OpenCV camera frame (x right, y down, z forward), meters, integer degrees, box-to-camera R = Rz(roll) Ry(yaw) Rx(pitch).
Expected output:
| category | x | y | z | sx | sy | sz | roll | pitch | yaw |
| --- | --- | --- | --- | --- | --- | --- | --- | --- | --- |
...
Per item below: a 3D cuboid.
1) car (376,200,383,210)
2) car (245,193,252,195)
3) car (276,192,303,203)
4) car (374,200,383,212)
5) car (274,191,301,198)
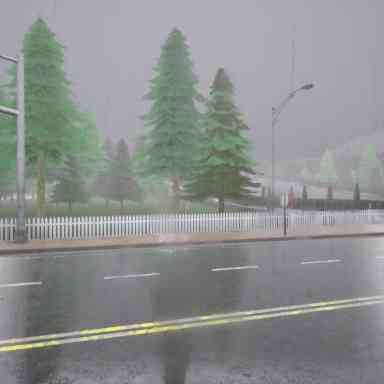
| category | x | y | z | sx | sy | sz | roll | pitch | yaw |
| --- | --- | --- | --- | --- | --- | --- | --- | --- | --- |
| car | 20.231 | 1.502 | 32.705 | 1.837 | 1.490 | 4.892 | 0 | 0 | -18 |
| car | 9.537 | -0.214 | 63.975 | 2.033 | 1.411 | 5.357 | 0 | 7 | -18 |
| car | 16.093 | 0.863 | 55.413 | 1.895 | 1.301 | 4.718 | 0 | 4 | -19 |
| car | 22.657 | 1.592 | 36.385 | 1.895 | 1.301 | 4.718 | 0 | 0 | -19 |
| car | 13.986 | 0.877 | 50.757 | 2.097 | 1.767 | 4.553 | 0 | 4 | -19 |
